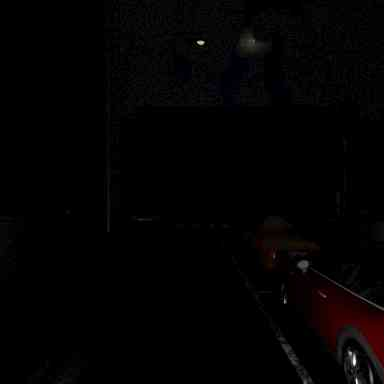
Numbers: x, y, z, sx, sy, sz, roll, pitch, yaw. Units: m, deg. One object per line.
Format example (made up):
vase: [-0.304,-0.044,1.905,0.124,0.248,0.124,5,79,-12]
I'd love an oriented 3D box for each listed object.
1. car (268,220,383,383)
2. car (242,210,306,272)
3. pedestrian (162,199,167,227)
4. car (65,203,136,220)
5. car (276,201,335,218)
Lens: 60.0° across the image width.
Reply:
car: [2.642,1.441,4.977,1.967,1.590,4.097,0,0,0]
car: [2.639,1.529,10.585,1.752,1.417,4.829,0,0,0]
pedestrian: [-1.778,1.303,21.177,0.375,1.860,0.375,0,0,0]
car: [-7.213,1.554,26.501,5.357,1.411,2.033,0,0,0]
car: [10.243,1.544,29.511,5.357,1.411,2.033,0,0,0]
